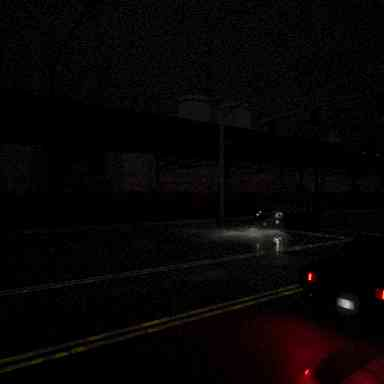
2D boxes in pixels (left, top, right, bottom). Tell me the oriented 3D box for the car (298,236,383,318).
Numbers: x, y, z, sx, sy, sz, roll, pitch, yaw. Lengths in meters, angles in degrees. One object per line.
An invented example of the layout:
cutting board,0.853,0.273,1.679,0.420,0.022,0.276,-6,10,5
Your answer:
car,4.422,1.601,6.902,4.718,1.301,1.895,0,0,-35

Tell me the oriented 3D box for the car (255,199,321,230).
car,6.175,1.352,21.244,4.553,1.767,2.097,0,0,-35
